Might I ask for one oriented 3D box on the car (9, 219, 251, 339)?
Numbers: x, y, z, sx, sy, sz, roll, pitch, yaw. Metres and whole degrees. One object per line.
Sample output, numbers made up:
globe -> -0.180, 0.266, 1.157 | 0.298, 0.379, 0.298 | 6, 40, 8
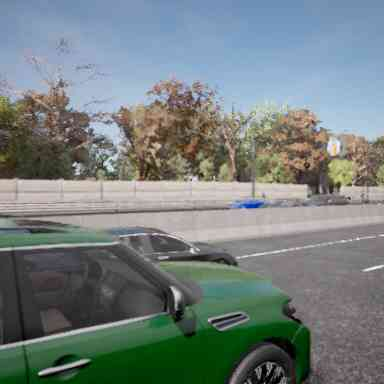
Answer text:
car -> -1.108, 1.511, 7.258 | 4.892, 1.490, 1.837 | 0, 0, -36

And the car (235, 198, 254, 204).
car -> 6.584, 1.526, 38.789 | 5.008, 1.535, 1.882 | 0, 0, -35

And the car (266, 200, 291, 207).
car -> 9.744, 1.572, 32.448 | 4.674, 1.442, 1.812 | 0, 0, -35

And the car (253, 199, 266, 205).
car -> 9.197, 1.614, 36.355 | 4.181, 1.385, 1.994 | 0, 0, -35

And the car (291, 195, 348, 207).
car -> 11.671, 1.270, 29.524 | 5.566, 2.045, 2.150 | 1, 0, -36

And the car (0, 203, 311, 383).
car -> -1.418, 1.222, 2.726 | 5.566, 2.045, 2.150 | 0, 0, -35
